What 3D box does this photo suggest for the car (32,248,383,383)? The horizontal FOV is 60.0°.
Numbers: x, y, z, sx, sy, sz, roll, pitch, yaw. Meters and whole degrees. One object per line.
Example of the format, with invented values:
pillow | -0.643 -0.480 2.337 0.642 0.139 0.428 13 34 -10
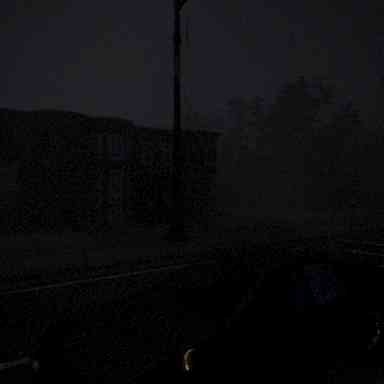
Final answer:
car | 0.863 1.551 4.540 5.357 1.411 2.033 0 0 -35
